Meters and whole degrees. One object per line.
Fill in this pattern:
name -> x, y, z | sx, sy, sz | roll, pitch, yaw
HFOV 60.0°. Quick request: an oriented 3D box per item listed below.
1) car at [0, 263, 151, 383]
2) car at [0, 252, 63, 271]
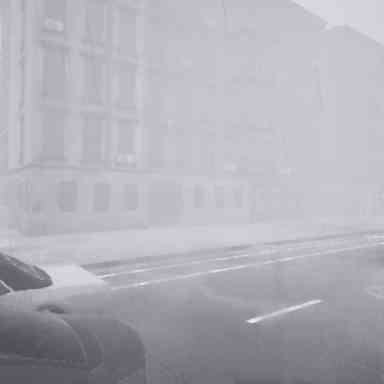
car -> -2.464, 1.498, 1.449 | 4.892, 1.490, 1.837 | 0, 0, -35
car -> -3.665, 1.596, 4.585 | 4.718, 1.301, 1.895 | 0, 0, -35
